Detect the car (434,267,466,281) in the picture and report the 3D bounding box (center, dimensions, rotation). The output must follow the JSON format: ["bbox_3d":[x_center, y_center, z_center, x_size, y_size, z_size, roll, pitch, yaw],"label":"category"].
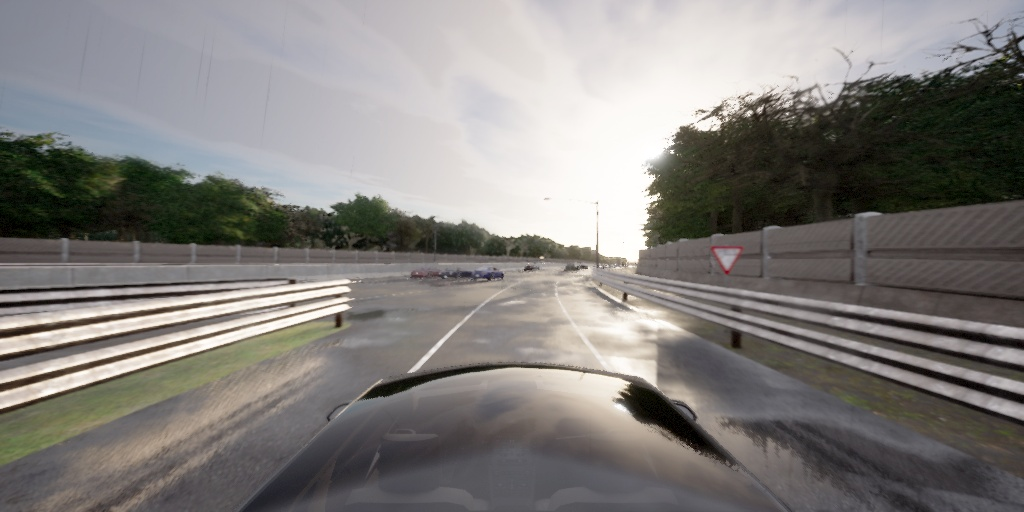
[{"bbox_3d":[-5.520,1.765,36.518,1.895,1.301,4.718,0,-1,22],"label":"car"}]

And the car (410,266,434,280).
[{"bbox_3d":[-8.772,1.715,37.815,1.994,1.385,4.181,0,-1,22],"label":"car"}]

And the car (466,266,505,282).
[{"bbox_3d":[-2.301,1.702,35.145,1.812,1.442,4.674,0,-1,22],"label":"car"}]
